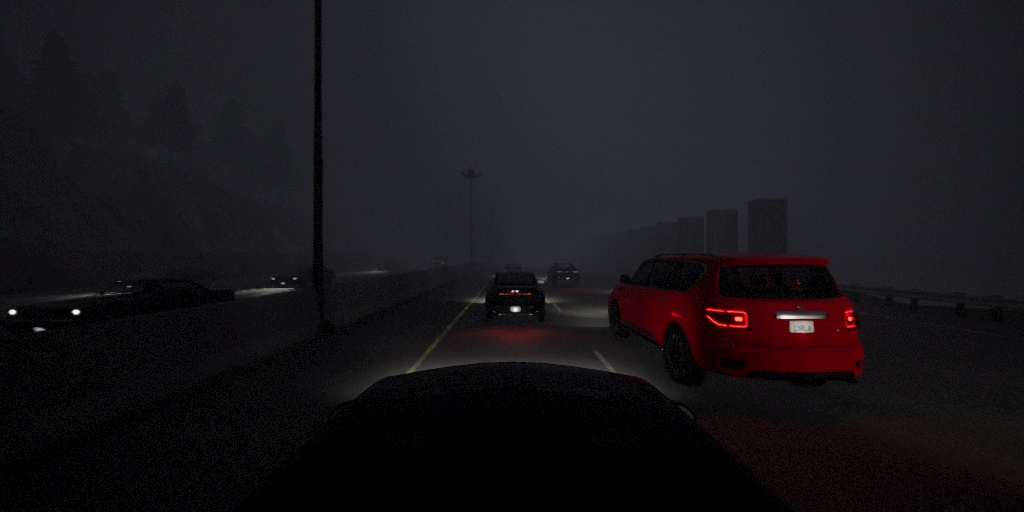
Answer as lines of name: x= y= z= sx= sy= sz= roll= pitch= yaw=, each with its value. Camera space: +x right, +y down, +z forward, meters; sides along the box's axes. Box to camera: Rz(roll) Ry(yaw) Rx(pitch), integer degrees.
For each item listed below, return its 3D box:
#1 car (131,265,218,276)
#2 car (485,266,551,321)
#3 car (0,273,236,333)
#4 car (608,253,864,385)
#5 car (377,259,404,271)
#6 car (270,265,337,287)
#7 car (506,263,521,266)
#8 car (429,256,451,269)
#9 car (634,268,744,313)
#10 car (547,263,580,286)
car: x=-21.103 y=1.298 z=22.412 sx=2.033 sy=1.411 sz=5.357 roll=0 pitch=0 yaw=0
car: x=0.098 y=1.255 z=12.558 sx=1.837 sy=1.490 sz=4.892 roll=0 pitch=0 yaw=0
car: x=-10.602 y=1.351 z=10.269 sx=1.895 sy=1.301 sz=4.718 roll=0 pitch=0 yaw=0
car: x=3.601 y=0.972 z=7.140 sx=2.150 sy=2.045 sz=5.566 roll=0 pitch=0 yaw=0
car: x=-17.295 y=1.243 z=50.295 sx=2.128 sy=1.511 sz=4.902 roll=0 pitch=0 yaw=2
car: x=-14.103 y=1.298 z=24.728 sx=2.033 sy=1.411 sz=5.357 roll=0 pitch=0 yaw=0
car: x=0.100 y=1.315 z=30.867 sx=1.994 sy=1.385 sz=4.181 roll=0 pitch=0 yaw=0
car: x=-10.264 y=0.973 z=51.441 sx=2.150 sy=2.045 sz=5.566 roll=0 pitch=0 yaw=2
car: x=7.098 y=1.298 z=15.240 sx=2.033 sy=1.411 sz=5.357 roll=0 pitch=0 yaw=0
car: x=3.596 y=1.242 z=25.538 sx=2.128 sy=1.511 sz=4.902 roll=0 pitch=0 yaw=0
